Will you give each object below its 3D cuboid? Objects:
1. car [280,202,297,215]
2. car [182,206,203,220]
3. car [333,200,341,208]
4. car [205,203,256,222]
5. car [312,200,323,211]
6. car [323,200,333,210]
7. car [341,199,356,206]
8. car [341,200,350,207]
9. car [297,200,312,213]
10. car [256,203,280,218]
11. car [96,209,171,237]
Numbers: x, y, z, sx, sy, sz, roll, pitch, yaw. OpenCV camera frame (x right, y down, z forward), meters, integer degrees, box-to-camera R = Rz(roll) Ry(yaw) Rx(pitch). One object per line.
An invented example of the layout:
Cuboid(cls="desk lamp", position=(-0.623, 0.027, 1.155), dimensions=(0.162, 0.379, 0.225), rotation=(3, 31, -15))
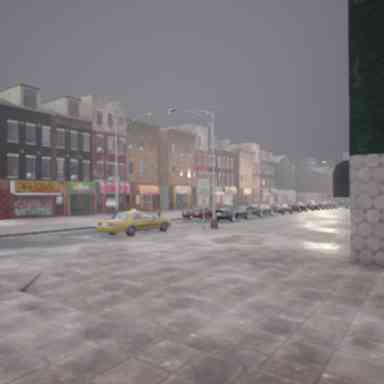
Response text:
Cuboid(cls="car", position=(9.800, 1.866, 37.042), dimensions=(1.802, 1.307, 4.206), rotation=(-1, -1, 35))
Cuboid(cls="car", position=(1.224, 1.819, 29.371), dimensions=(1.895, 1.301, 4.718), rotation=(-1, -1, 36))
Cuboid(cls="car", position=(22.810, 2.059, 55.402), dimensions=(2.008, 1.369, 4.403), rotation=(-1, -2, 35))
Cuboid(cls="car", position=(3.294, 1.759, 27.862), dimensions=(1.947, 1.339, 4.313), rotation=(-1, -1, 35))
Cuboid(cls="car", position=(16.303, 1.829, 46.224), dimensions=(1.967, 1.590, 4.097), rotation=(-1, -1, 35))
Cuboid(cls="car", position=(19.557, 1.997, 50.812), dimensions=(2.008, 1.369, 4.403), rotation=(-1, -1, 35))
Cuboid(cls="car", position=(32.568, 2.258, 69.171), dimensions=(1.887, 1.381, 4.507), rotation=(-2, -2, 35))
Cuboid(cls="car", position=(29.316, 2.193, 64.582), dimensions=(2.008, 1.369, 4.403), rotation=(-2, -2, 35))
Cuboid(cls="car", position=(13.052, 1.879, 41.632), dimensions=(1.887, 1.381, 4.507), rotation=(-1, -1, 35))
Cuboid(cls="car", position=(6.547, 1.788, 32.453), dimensions=(2.008, 1.369, 4.403), rotation=(-1, -1, 35))
Cuboid(cls="car", position=(-3.113, 1.642, 18.821), dimensions=(1.752, 1.417, 4.829), rotation=(-1, -1, 35))
